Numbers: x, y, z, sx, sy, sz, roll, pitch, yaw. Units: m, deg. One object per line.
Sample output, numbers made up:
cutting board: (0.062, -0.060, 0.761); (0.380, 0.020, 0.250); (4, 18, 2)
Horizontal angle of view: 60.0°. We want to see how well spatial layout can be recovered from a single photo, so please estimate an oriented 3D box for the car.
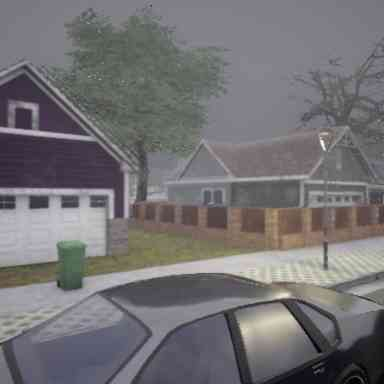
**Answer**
car: (-0.174, 1.553, 2.934); (5.357, 1.411, 2.033); (0, 0, -35)
